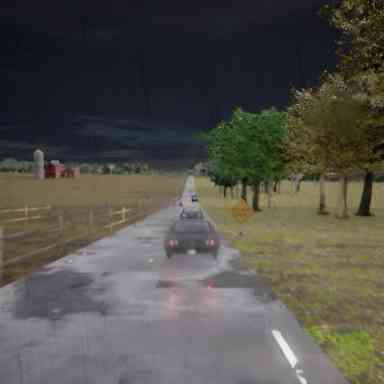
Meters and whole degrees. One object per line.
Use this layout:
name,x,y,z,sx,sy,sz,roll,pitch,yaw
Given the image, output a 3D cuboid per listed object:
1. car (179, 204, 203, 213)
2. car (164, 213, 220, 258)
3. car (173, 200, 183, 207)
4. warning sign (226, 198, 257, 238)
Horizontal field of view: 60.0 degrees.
car,0.013,1.912,28.272,1.895,1.301,4.718,0,-1,0
car,0.016,1.726,13.234,1.895,1.301,4.718,0,-1,0
car,-2.780,2.240,65.743,2.128,1.511,4.902,0,0,0
warning sign,2.498,1.281,16.821,1.300,1.860,1.060,3,3,0
